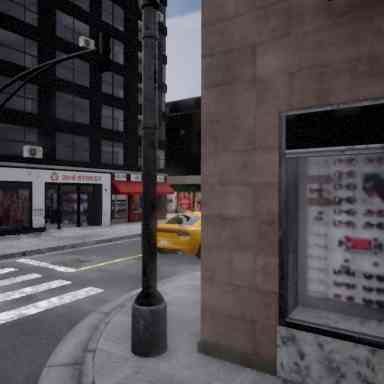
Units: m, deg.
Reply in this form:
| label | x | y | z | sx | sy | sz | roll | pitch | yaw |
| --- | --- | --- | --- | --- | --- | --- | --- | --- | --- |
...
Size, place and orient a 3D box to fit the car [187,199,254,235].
| label | x | y | z | sx | sy | sz | roll | pitch | yaw |
| --- | --- | --- | --- | --- | --- | --- | --- | --- | --- |
| car | 1.844 | 1.376 | 20.143 | 2.097 | 1.767 | 4.553 | 0 | 0 | 33 |

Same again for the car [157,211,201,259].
| label | x | y | z | sx | sy | sz | roll | pitch | yaw |
| --- | --- | --- | --- | --- | --- | --- | --- | --- | --- |
| car | 0.461 | 1.501 | 12.875 | 1.882 | 1.535 | 5.008 | 0 | 0 | 33 |
